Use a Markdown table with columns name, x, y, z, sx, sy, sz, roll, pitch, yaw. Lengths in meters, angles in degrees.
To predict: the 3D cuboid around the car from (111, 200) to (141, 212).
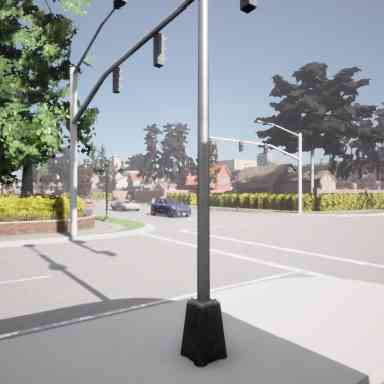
| name | x | y | z | sx | sy | sz | roll | pitch | yaw |
| --- | --- | --- | --- | --- | --- | --- | --- | --- | --- |
| car | -7.745 | 1.600 | 38.770 | 1.895 | 1.301 | 4.718 | 0 | 0 | -36 |

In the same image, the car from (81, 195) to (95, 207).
| name | x | y | z | sx | sy | sz | roll | pitch | yaw |
| --- | --- | --- | --- | --- | --- | --- | --- | --- | --- |
| car | -16.430 | 1.352 | 50.789 | 2.097 | 1.767 | 4.553 | 0 | 0 | -36 |

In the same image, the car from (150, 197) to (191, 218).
| name | x | y | z | sx | sy | sz | roll | pitch | yaw |
| --- | --- | --- | --- | --- | --- | --- | --- | --- | --- |
| car | -2.005 | 1.352 | 30.831 | 2.097 | 1.767 | 4.553 | 0 | 0 | -36 |
